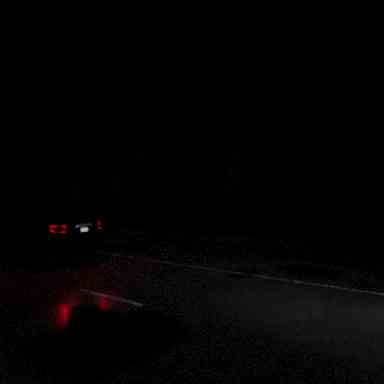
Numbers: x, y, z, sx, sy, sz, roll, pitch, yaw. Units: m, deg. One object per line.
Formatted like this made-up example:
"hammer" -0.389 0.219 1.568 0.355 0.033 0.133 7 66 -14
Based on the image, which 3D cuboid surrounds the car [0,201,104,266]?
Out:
"car" -5.666 1.345 12.336 5.566 2.045 2.150 -1 0 36
